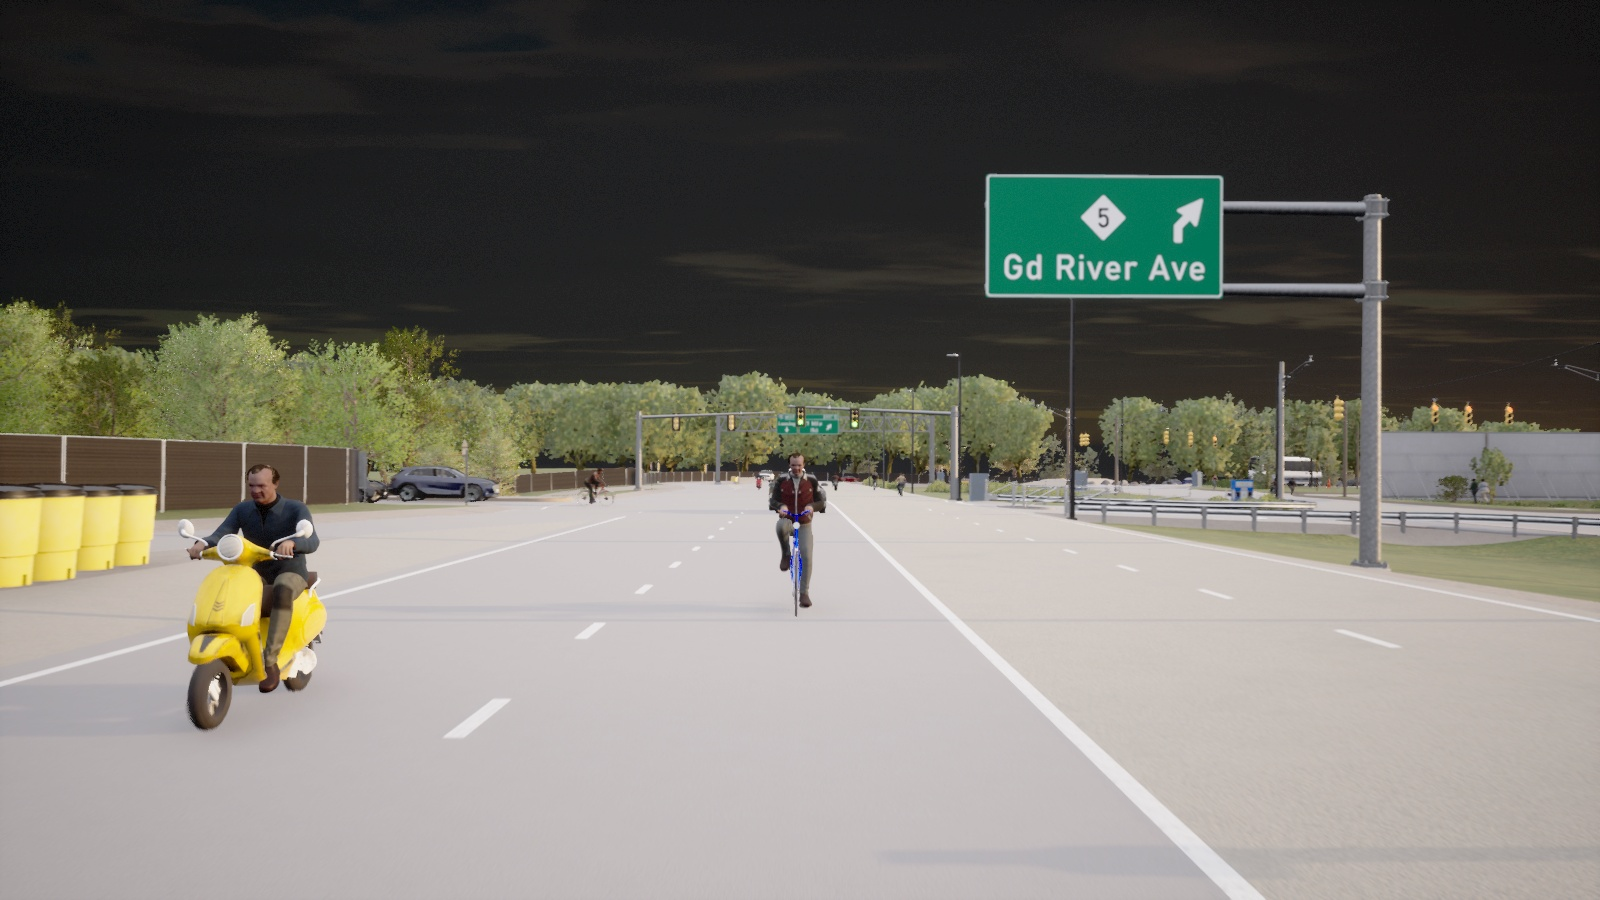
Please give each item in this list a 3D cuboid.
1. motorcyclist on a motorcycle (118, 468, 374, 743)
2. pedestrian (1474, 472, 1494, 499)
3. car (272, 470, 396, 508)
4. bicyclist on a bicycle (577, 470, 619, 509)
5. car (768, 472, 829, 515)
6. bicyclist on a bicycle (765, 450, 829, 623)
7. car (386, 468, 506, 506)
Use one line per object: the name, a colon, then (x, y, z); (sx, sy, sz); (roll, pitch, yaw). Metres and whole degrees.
motorcyclist on a motorcycle: (-3.519, 0.916, 8.191); (0.866, 1.590, 1.817); (0, -1, 0)
pedestrian: (47.139, 2.455, 86.598); (0.874, 1.855, 0.900); (0, 0, -4)
car: (-19.809, 1.659, 53.489); (4.514, 1.525, 2.007); (0, 0, -1)
bicyclist on a bicycle: (-8.525, 1.659, 53.051); (1.656, 1.620, 0.582); (0, 0, 11)
car: (-0.106, 1.587, 46.995); (1.837, 1.490, 4.892); (0, -1, -5)
bicyclist on a bicycle: (-0.033, 0.912, 13.877); (0.659, 1.776, 1.843); (0, -1, 0)
car: (-16.041, 1.664, 57.030); (4.856, 1.649, 2.033); (0, -1, 0)
